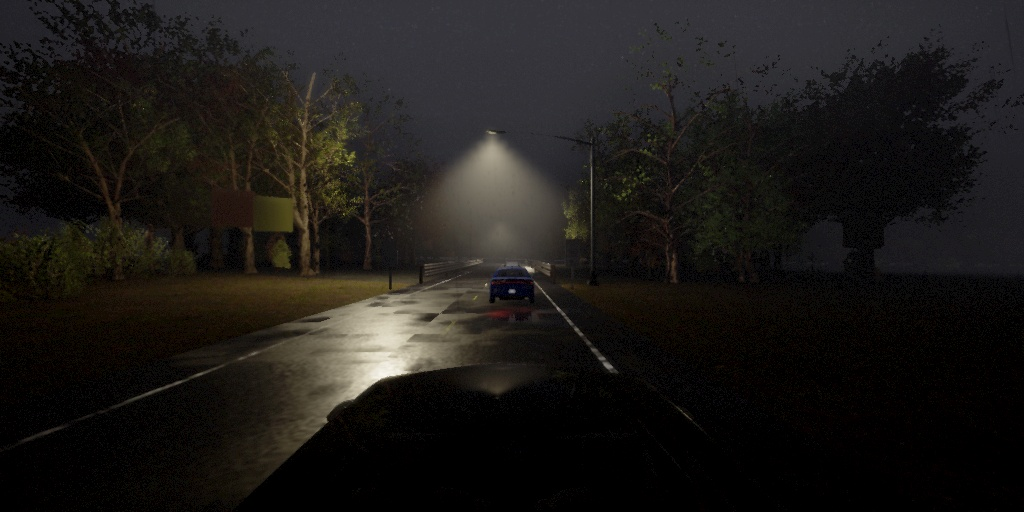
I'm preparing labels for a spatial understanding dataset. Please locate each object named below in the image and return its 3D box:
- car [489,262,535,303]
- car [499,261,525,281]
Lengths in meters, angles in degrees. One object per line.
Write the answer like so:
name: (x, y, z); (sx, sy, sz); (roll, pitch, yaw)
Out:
car: (0.000, 1.231, 16.500); (1.882, 1.535, 5.008); (0, 0, 0)
car: (0.000, 1.240, 31.500); (2.128, 1.511, 4.902); (0, 0, 0)
